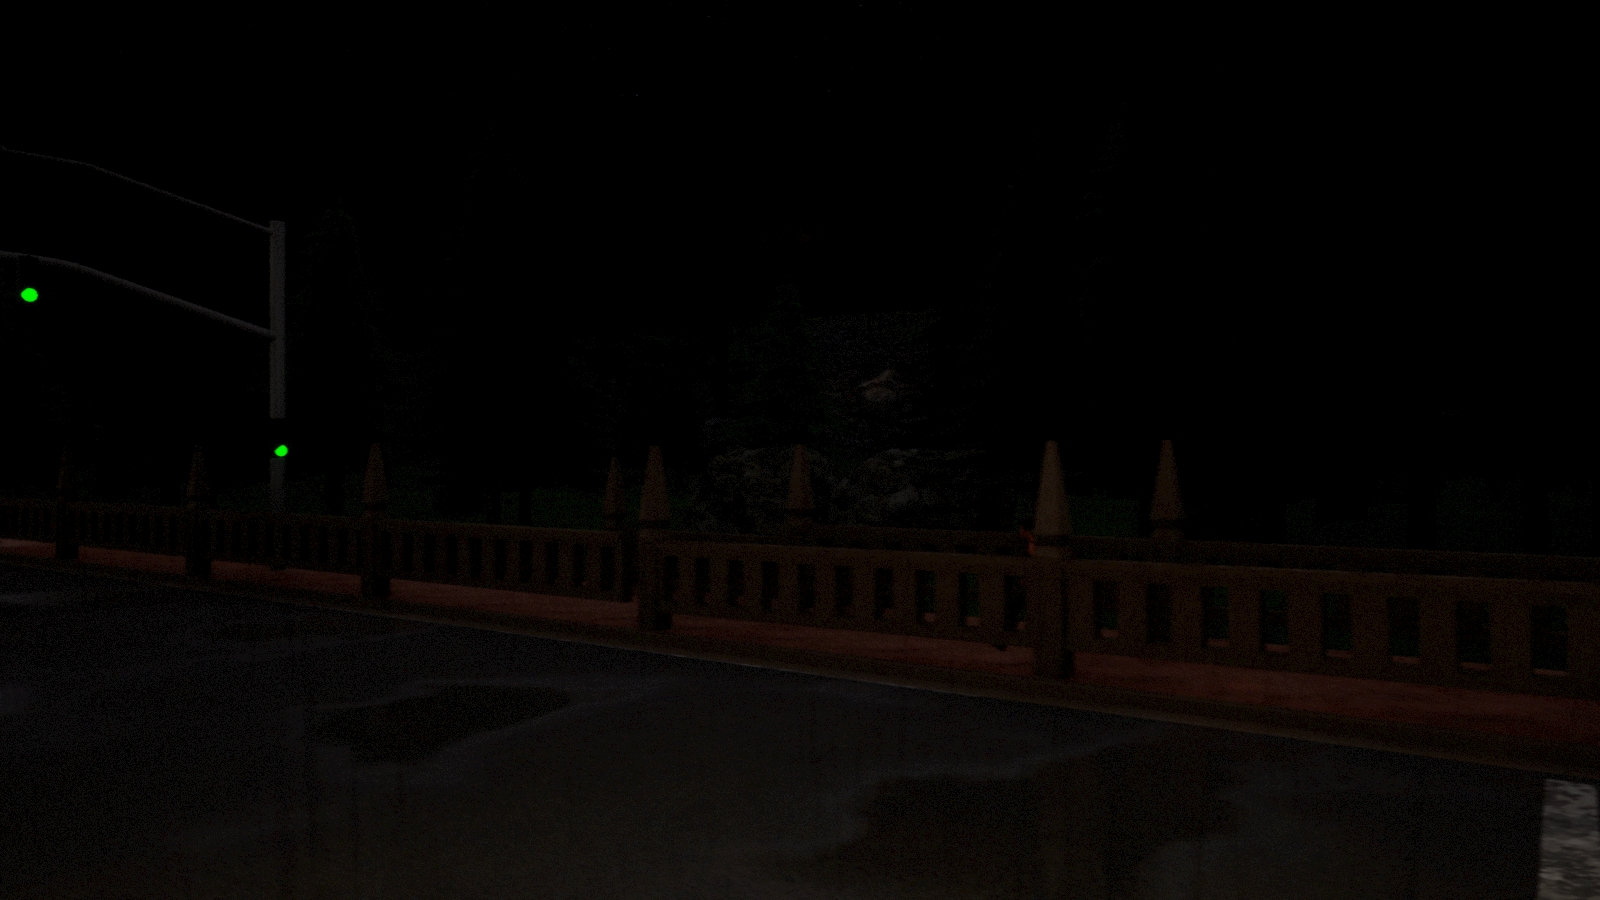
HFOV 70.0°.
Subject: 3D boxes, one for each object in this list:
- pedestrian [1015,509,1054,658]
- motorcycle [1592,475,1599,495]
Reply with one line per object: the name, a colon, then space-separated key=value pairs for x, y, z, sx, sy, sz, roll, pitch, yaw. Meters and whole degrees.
pedestrian: x=3.010 y=1.698 z=14.668 sx=0.375 sy=1.860 sz=0.375 roll=0 pitch=0 yaw=35
motorcycle: x=50.814 y=2.186 z=71.519 sx=2.033 sy=1.199 sz=0.803 roll=0 pitch=0 yaw=35
